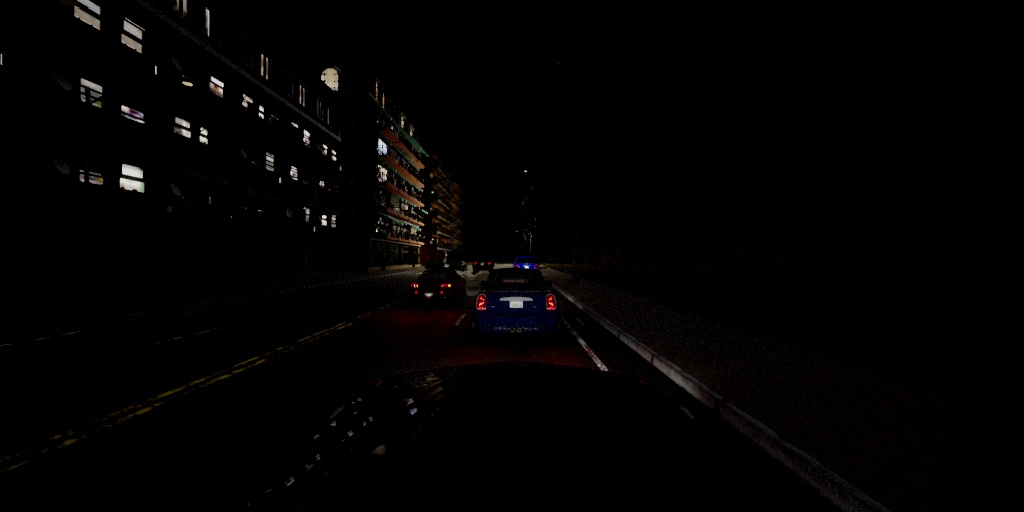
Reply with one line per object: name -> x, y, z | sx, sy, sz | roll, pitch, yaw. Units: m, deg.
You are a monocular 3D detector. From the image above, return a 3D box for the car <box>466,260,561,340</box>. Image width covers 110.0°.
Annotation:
car -> 0.099, 1.103, 10.137 | 2.097, 1.767, 4.553 | 0, 0, 0

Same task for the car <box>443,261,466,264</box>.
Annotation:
car -> -6.597, 1.301, 43.936 | 2.033, 1.411, 5.357 | 0, 0, 0

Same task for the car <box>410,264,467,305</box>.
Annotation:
car -> -3.151, 1.278, 15.883 | 1.812, 1.442, 4.674 | 0, 0, 0

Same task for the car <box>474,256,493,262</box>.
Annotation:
car -> -3.148, 0.973, 40.716 | 2.150, 2.045, 5.566 | 0, 0, 0

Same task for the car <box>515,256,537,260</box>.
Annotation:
car -> 1.139, 0.979, 30.091 | 2.150, 2.045, 5.566 | 0, 0, 0

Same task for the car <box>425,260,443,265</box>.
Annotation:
car -> -9.846, 1.231, 45.744 | 1.882, 1.535, 5.008 | 0, 0, 0
